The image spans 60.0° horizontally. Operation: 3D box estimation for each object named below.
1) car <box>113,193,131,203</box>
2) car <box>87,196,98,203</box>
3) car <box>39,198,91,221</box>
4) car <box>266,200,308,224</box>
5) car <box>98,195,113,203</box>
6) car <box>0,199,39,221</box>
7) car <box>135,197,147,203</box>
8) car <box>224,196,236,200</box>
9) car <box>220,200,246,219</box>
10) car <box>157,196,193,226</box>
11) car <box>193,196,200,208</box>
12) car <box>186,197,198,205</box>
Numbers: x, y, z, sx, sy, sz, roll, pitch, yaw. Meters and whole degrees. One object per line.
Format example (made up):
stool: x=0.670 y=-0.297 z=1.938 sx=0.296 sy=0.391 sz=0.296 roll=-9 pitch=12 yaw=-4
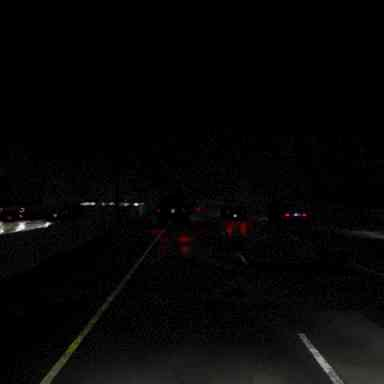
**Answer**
car: x=-13.989 y=1.227 z=68.286 sx=2.150 sy=2.045 sz=5.566 roll=0 pitch=0 yaw=0
car: x=-20.989 y=1.553 z=69.985 sx=1.994 sy=1.385 sz=4.181 roll=0 pitch=0 yaw=0
car: x=-10.590 y=1.553 z=28.190 sx=2.128 sy=1.511 sz=4.902 roll=0 pitch=0 yaw=0
car: x=7.104 y=1.614 z=25.213 sx=2.033 sy=1.411 sz=5.357 roll=0 pitch=0 yaw=0
car: x=-17.489 y=1.356 z=70.015 sx=2.097 sy=1.767 sz=4.553 roll=0 pitch=0 yaw=0
car: x=-14.090 y=1.415 z=27.907 sx=2.097 sy=1.767 sz=4.553 roll=0 pitch=0 yaw=0
car: x=-10.489 y=1.596 z=68.704 sx=1.895 sy=1.301 sz=4.718 roll=0 pitch=0 yaw=0
car: x=7.110 y=1.496 z=61.773 sx=2.128 sy=1.511 sz=4.902 roll=0 pitch=0 yaw=0
car: x=3.605 y=1.659 z=29.895 sx=1.895 sy=1.301 sz=4.718 roll=0 pitch=0 yaw=0
car: x=-1.221 y=1.293 z=23.928 sx=2.150 sy=2.045 sz=5.566 roll=0 pitch=0 yaw=0
car: x=0.041 y=1.380 z=48.857 sx=2.097 sy=1.767 sz=4.553 roll=0 pitch=0 yaw=1
car: x=0.010 y=1.576 z=58.683 sx=1.994 sy=1.385 sz=4.181 roll=0 pitch=0 yaw=0
